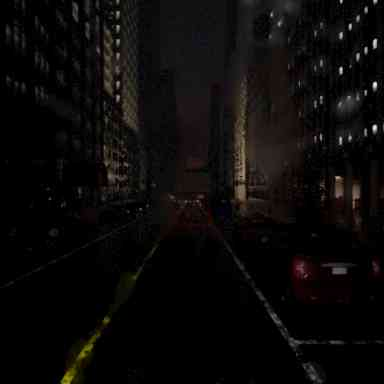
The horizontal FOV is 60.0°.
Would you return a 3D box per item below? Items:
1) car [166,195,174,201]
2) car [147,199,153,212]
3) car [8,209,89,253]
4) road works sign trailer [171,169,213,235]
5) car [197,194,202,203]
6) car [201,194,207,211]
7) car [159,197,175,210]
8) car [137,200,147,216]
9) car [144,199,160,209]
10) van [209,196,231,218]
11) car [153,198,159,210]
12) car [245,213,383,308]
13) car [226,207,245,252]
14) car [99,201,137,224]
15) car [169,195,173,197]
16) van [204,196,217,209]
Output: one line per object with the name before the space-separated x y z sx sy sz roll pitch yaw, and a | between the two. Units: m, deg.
car | -5.761 1.638 87.535 1.967 1.590 4.097 -1 0 0
car | -5.724 1.628 36.382 1.887 1.381 4.507 -1 0 0
car | -5.709 1.472 13.648 1.967 1.590 4.097 -1 0 0
road works sign trailer | 0.001 0.508 19.071 2.380 3.560 2.880 0 0 0
car | 2.633 1.710 70.489 2.008 1.369 4.403 -1 0 0
car | 2.650 1.411 42.072 2.192 1.841 5.009 -1 0 0
car | -3.123 1.700 43.521 1.895 1.301 4.718 0 0 0
car | -5.720 1.636 30.698 1.947 1.339 4.313 -1 0 0
car | -5.732 1.691 47.749 1.802 1.307 4.206 -1 0 0
van | 2.658 1.411 30.705 1.690 1.788 3.998 -1 0 0
car | -5.729 1.647 42.066 2.008 1.369 4.403 -1 0 0
car | 2.675 1.458 7.970 1.967 1.590 4.097 -1 0 0
car | 2.672 1.557 13.823 1.752 1.417 4.829 -1 0 0
car | -5.716 1.608 25.015 2.008 1.369 4.403 -1 0 0
car | -5.748 1.711 70.483 2.008 1.369 4.403 -1 0 0
van | 2.646 1.450 47.756 1.690 1.788 3.998 -1 0 0
